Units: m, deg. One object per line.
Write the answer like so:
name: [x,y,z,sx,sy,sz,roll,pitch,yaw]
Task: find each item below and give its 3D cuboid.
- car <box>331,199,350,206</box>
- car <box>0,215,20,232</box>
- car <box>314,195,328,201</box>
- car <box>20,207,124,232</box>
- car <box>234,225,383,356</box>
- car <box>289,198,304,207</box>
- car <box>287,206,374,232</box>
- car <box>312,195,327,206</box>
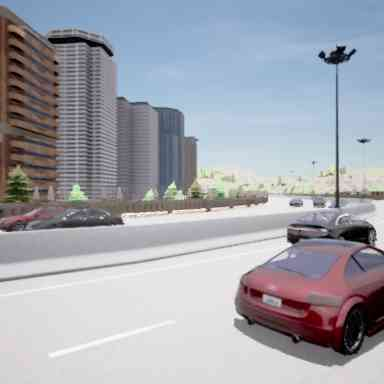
car: [17.742,1.610,39.785,1.812,1.442,4.674,0,0,30]
car: [-8.740,1.608,19.553,4.674,1.442,1.812,0,0,-39]
car: [30.451,1.497,78.619,1.994,1.385,4.181,0,0,7]
car: [-5.941,1.574,17.334,4.892,1.490,1.837,0,0,-40]
car: [2.745,1.578,6.187,4.181,1.385,1.994,0,0,-39]
car: [16.661,1.675,52.864,2.033,1.411,5.357,0,0,25]
car: [5.703,1.522,13.364,4.902,1.511,2.128,0,0,-42]
car: [19.888,1.621,51.723,1.837,1.490,4.892,0,0,24]
